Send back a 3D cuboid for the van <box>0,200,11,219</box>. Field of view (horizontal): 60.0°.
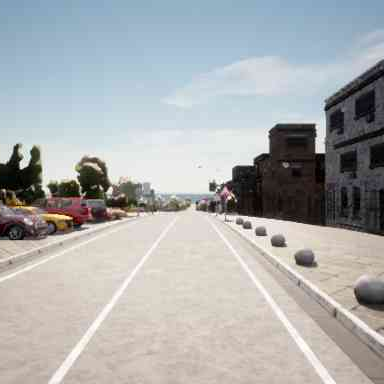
[{"bbox_3d":[-21.705,1.841,34.892,4.442,1.987,1.878,0,-2,0],"label":"van"}]

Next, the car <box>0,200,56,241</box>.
[{"bbox_3d":[-9.469,1.395,16.201,4.553,1.767,2.185,0,-1,-1],"label":"car"}]

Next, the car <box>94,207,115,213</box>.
[{"bbox_3d":[-21.800,4.547,83.119,4.674,1.452,2.002,0,-3,0],"label":"car"}]

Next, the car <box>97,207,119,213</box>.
[{"bbox_3d":[-21.782,4.684,86.392,4.892,1.521,2.231,0,-3,0],"label":"car"}]

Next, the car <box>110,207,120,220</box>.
[{"bbox_3d":[-9.569,1.813,31.377,4.553,1.767,2.185,0,-2,0],"label":"car"}]

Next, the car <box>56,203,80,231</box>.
[{"bbox_3d":[-9.469,1.591,19.233,5.008,1.535,2.097,0,-1,-1],"label":"car"}]

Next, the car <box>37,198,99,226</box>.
[{"bbox_3d":[-9.519,1.409,22.156,5.566,2.045,2.435,0,-2,0],"label":"car"}]

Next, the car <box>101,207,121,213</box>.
[{"bbox_3d":[-21.779,4.858,89.661,5.008,1.535,2.097,0,-3,0],"label":"car"}]

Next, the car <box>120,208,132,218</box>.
[{"bbox_3d":[-9.366,2.041,34.290,5.366,1.575,1.946,0,-2,0],"label":"car"}]

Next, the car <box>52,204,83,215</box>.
[{"bbox_3d":[-21.941,3.079,58.827,4.553,1.767,2.185,0,-3,0],"label":"car"}]

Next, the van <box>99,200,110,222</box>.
[{"bbox_3d":[-9.641,1.614,28.345,4.442,1.987,1.878,0,-2,0],"label":"van"}]

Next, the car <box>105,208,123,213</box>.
[{"bbox_3d":[-21.757,5.066,92.803,4.674,1.452,2.002,0,-3,0],"label":"car"}]
